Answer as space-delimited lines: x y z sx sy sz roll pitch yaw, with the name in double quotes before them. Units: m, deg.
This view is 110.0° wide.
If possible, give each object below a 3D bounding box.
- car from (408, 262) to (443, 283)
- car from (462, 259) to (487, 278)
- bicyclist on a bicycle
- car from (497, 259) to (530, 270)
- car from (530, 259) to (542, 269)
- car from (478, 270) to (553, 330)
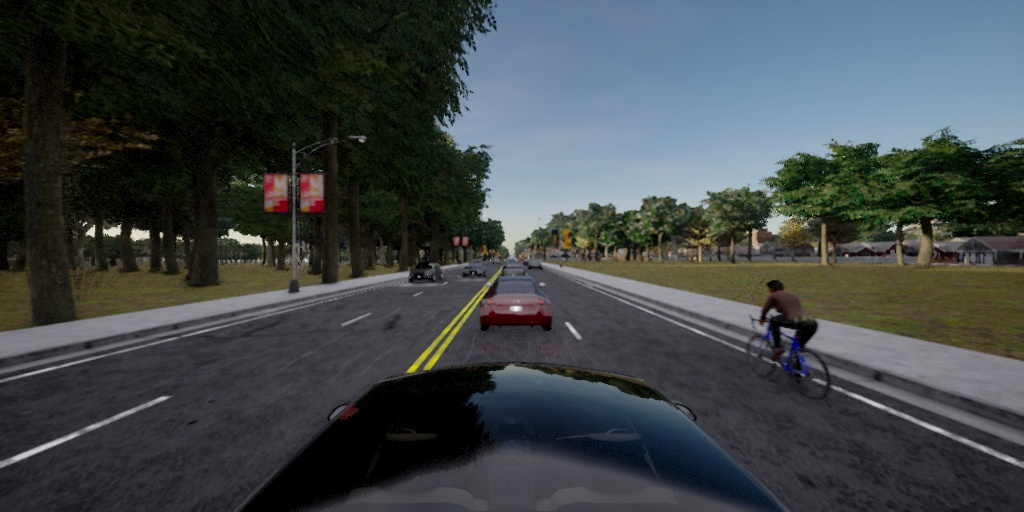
"car" -6.587 1.221 27.805 1.837 1.490 4.892 0 0 0
"car" -3.332 1.276 32.752 1.994 1.385 4.181 0 0 0
"bicyclist on a bicycle" 4.145 1.197 5.494 0.582 1.620 1.656 0 0 0
"car" 0.110 1.207 28.973 2.128 1.511 4.902 0 0 0
"car" 3.371 1.267 53.312 1.994 1.385 4.181 0 0 0
"car" 0.104 1.299 11.077 1.994 1.385 4.181 0 0 0
